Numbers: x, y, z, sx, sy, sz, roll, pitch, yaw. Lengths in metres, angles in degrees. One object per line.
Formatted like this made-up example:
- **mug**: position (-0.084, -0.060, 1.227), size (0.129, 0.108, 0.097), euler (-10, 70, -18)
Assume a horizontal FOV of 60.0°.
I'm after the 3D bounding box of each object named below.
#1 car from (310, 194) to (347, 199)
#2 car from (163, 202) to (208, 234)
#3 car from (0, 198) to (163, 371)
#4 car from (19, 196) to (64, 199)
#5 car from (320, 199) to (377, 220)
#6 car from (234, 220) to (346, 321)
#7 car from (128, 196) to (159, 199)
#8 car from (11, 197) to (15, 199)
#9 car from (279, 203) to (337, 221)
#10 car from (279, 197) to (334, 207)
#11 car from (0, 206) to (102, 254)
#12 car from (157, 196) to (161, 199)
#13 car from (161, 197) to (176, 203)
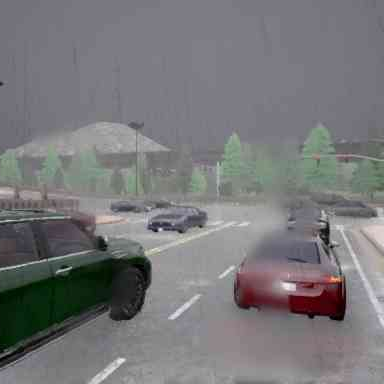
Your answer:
- **car**: position (15.049, 1.222, 34.934), size (5.566, 2.045, 2.150), euler (0, 0, 20)
- **car**: position (-0.634, 1.548, 19.582), size (2.033, 1.411, 5.357), euler (0, 0, 22)
- **car**: position (-2.663, 1.221, 4.597), size (2.150, 2.045, 5.566), euler (0, 0, 22)
- **car**: position (-18.012, 1.512, 39.384), size (4.674, 1.442, 1.812), euler (0, 0, 20)
- **car**: position (13.282, 1.564, 28.132), size (4.181, 1.385, 1.994), euler (0, 0, 20)
- **car**: position (2.288, 1.564, 7.492), size (1.994, 1.385, 4.181), euler (0, 0, 21)
- **car**: position (-6.261, 1.492, 34.293), size (4.902, 1.511, 2.128), euler (0, 0, 33)
- **car**: position (-22.581, 1.352, 44.754), size (5.008, 1.535, 1.882), euler (2, 1, 20)
- **car**: position (5.537, 1.491, 15.787), size (2.128, 1.511, 4.902), euler (0, 0, 22)
- **car**: position (11.034, 1.504, 32.659), size (4.892, 1.490, 1.837), euler (0, 0, 20)
- **car**: position (-6.357, 1.477, 14.766), size (1.882, 1.535, 5.008), euler (0, 0, 22)
- **car**: position (-6.594, 1.492, 38.996), size (4.902, 1.511, 2.128), euler (0, 0, 20)
- **car**: position (-3.908, 1.351, 41.748), size (4.553, 1.767, 2.097), euler (0, 0, 20)
